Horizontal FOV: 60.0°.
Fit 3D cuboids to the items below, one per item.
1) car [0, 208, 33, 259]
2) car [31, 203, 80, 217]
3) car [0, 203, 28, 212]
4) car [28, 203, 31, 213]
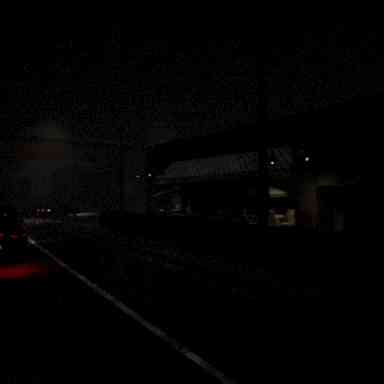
[{"bbox_3d":[-7.491,1.612,12.599,1.882,1.535,5.008,0,0,-33],"label":"car"},{"bbox_3d":[-14.005,1.864,35.096,2.033,1.411,5.357,-1,0,14],"label":"car"},{"bbox_3d":[-13.779,1.734,24.352,1.882,1.535,5.008,0,0,-15],"label":"car"},{"bbox_3d":[-17.453,1.899,35.793,2.033,1.411,5.357,-1,0,13],"label":"car"}]
